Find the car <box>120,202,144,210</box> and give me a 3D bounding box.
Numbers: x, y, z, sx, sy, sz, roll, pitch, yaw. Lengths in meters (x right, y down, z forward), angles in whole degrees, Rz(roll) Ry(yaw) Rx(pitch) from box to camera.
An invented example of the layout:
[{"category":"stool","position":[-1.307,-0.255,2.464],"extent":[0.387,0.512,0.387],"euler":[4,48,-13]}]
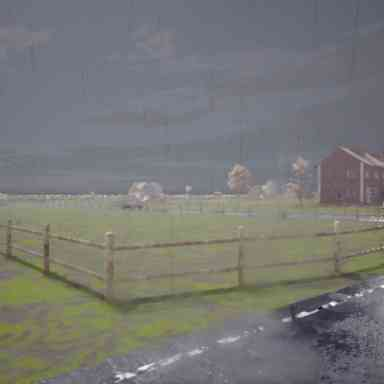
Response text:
[{"category":"car","position":[-10.340,2.366,56.852],"extent":[2.033,1.411,5.357],"euler":[0,-1,-43]}]
